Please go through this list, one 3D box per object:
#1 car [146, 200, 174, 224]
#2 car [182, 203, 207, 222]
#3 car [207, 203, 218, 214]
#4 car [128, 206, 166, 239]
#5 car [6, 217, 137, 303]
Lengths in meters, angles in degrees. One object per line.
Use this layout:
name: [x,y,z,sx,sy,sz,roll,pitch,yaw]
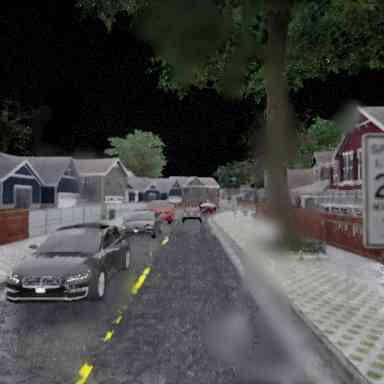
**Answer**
car: [-2.737,1.708,29.154,2.150,2.045,5.566,0,-1,0]
car: [0.098,2.002,30.981,2.033,1.411,5.357,0,-1,3]
car: [2.294,2.225,46.003,1.882,1.535,5.008,0,-1,14]
car: [-2.816,1.788,19.294,1.837,1.490,4.892,0,-1,1]
car: [-2.842,1.630,8.686,1.837,1.490,4.892,0,-1,0]
